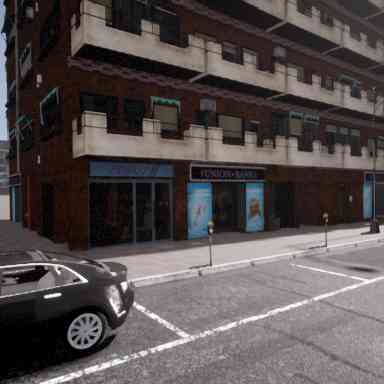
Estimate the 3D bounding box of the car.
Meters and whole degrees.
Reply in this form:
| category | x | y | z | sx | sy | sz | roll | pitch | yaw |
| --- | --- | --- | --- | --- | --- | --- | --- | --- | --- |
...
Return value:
| category | x | y | z | sx | sy | sz | roll | pitch | yaw |
| --- | --- | --- | --- | --- | --- | --- | --- | --- | --- |
| car | -2.944 | 1.551 | 4.469 | 4.403 | 1.369 | 2.008 | 0 | -1 | -36 |
